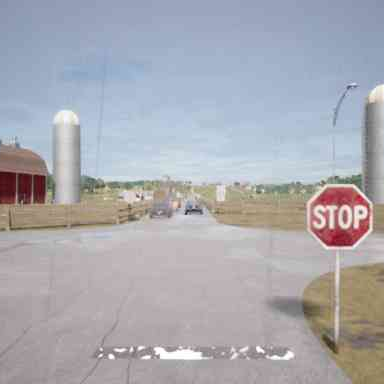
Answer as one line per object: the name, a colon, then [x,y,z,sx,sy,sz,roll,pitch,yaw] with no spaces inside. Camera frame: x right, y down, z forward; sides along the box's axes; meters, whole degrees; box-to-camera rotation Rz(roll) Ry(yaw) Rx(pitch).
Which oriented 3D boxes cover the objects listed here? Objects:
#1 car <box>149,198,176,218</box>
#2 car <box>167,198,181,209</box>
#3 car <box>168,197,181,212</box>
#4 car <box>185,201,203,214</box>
car: [-2.754,1.569,30.595,1.837,1.490,4.892,0,0,0]
car: [-2.680,1.641,50.435,1.882,1.535,5.008,0,-1,0]
car: [-2.717,1.452,40.294,2.097,1.767,4.553,0,0,0]
car: [0.203,1.630,36.302,2.033,1.411,5.357,0,0,0]
